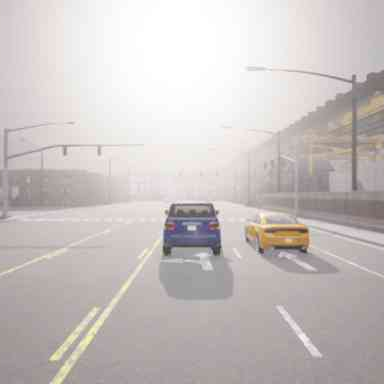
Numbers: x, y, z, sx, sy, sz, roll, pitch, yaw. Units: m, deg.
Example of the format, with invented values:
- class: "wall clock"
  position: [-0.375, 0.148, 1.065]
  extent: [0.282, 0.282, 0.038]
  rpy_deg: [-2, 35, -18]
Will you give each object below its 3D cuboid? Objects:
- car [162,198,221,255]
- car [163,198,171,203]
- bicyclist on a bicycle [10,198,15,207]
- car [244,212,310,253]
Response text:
- class: "car"
  position: [-0.001, 1.349, 14.012]
  extent: [2.150, 2.045, 5.566]
  rpy_deg: [0, 0, 0]
- class: "car"
  position: [-7.017, 2.421, 93.987]
  extent: [2.033, 1.411, 5.357]
  rpy_deg: [0, -1, 0]
- class: "bicyclist on a bicycle"
  position: [-31.184, 1.844, 57.900]
  extent: [0.582, 1.620, 1.656]
  rpy_deg: [0, 0, 0]
- class: "car"
  position: [3.503, 1.615, 14.484]
  extent: [1.882, 1.535, 5.008]
  rpy_deg: [0, 0, 0]
